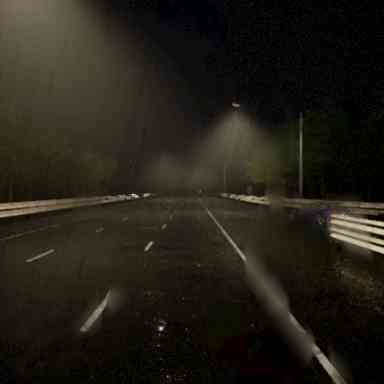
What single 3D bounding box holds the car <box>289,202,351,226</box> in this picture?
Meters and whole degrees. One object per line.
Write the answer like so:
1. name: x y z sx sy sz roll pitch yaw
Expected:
1. car: 8.680 1.432 22.947 2.163 1.488 4.792 0 0 -18
